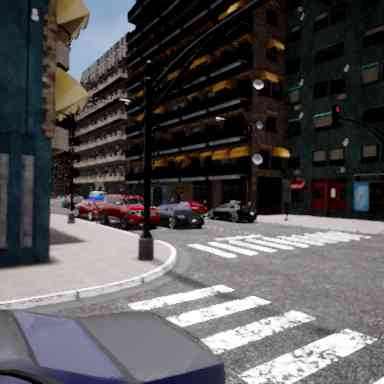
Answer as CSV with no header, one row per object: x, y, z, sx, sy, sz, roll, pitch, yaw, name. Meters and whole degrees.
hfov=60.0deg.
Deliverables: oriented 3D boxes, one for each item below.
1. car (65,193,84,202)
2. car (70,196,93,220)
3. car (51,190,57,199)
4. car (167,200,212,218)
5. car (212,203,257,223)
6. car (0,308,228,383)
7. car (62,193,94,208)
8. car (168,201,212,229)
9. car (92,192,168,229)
-19.949,0.917,56.333,1.887,1.381,4.507,2,0,-36,car
-7.117,1.257,24.395,1.887,1.381,4.507,2,0,-36,car
-29.759,0.447,69.859,2.192,1.841,5.009,2,0,-36,car
-0.315,1.435,29.286,1.802,1.307,4.206,2,0,-36,car
2.958,1.499,24.778,1.947,1.339,4.313,2,0,-36,car
-2.165,1.540,1.708,5.357,1.411,2.033,1,0,-36,car
-12.846,1.111,36.688,2.033,1.411,5.357,1,0,-36,car
-1.060,1.417,20.437,1.994,1.385,4.181,1,0,-36,car
-3.836,1.107,19.888,2.192,1.841,5.009,2,0,-36,car
